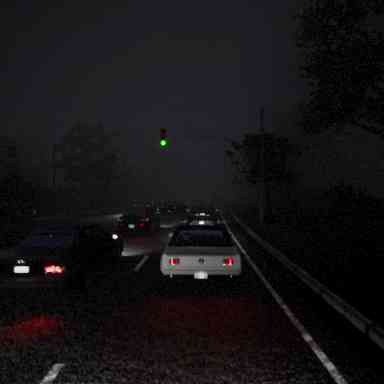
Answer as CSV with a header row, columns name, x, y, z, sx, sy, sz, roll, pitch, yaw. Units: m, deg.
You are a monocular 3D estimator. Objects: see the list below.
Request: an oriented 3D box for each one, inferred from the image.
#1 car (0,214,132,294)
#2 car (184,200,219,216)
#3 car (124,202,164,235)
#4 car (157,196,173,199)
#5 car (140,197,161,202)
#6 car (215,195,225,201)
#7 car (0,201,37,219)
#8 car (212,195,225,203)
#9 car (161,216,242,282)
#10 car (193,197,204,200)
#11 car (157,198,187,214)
name,x,y,z,sx,sy,sz,roll,pitch,yaw
car,-3.264,1.555,8.972,2.033,1.411,5.357,0,0,1
car,0.690,1.527,21.903,1.837,1.490,4.892,0,0,3
car,-2.940,1.543,18.958,1.812,1.442,4.674,0,0,2
car,-4.568,1.396,48.283,2.097,1.767,4.553,0,0,6
car,-5.393,1.636,39.350,1.895,1.301,4.718,0,0,5
car,6.889,1.423,80.668,1.882,1.535,5.008,0,0,10
car,-16.194,1.515,29.172,4.902,1.511,2.128,0,0,3
car,5.349,1.615,70.941,1.994,1.385,4.181,0,0,9
car,0.257,1.610,9.790,1.895,1.301,4.718,0,0,1
car,1.433,1.664,67.511,1.895,1.301,4.718,0,0,8
car,-1.817,1.634,35.515,1.895,1.301,4.718,0,0,14
